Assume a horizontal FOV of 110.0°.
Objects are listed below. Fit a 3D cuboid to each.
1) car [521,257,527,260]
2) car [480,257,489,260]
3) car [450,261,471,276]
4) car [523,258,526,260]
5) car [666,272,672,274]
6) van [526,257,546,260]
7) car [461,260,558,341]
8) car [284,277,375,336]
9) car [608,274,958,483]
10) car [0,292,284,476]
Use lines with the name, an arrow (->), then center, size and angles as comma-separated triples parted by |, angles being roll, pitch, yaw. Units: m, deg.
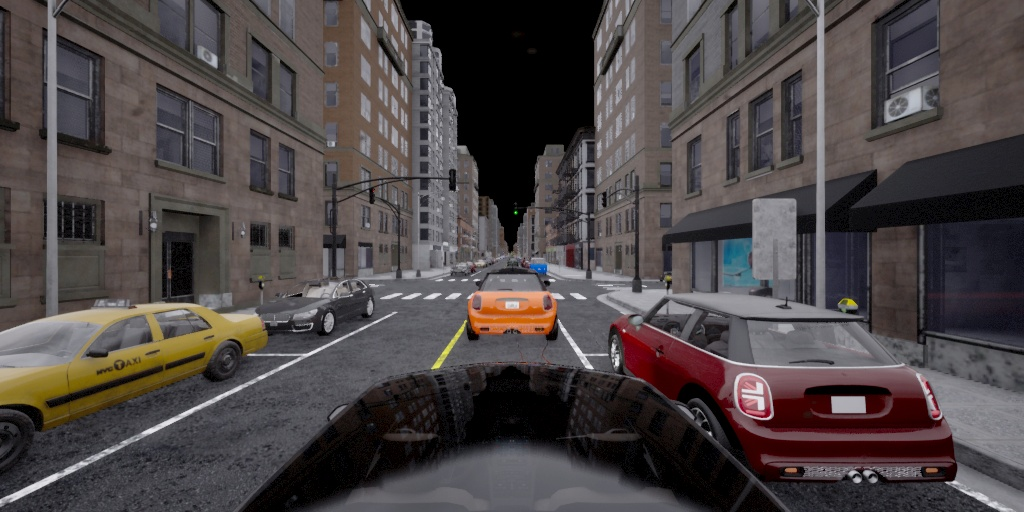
car -> 2.739, 1.322, 60.078 | 1.802, 1.307, 4.207 | 0, 0, 0
car -> -5.287, 1.266, 59.915 | 1.751, 1.417, 4.829 | 0, 0, 0
car -> -5.326, 1.297, 37.357 | 2.007, 1.370, 4.403 | 0, 0, 0
car -> 2.719, 1.327, 48.714 | 1.802, 1.307, 4.207 | 0, 0, 0
car -> 13.309, 1.385, 25.157 | 5.357, 1.411, 2.033 | 0, 0, -1
van -> 2.699, 1.087, 37.352 | 1.690, 1.789, 3.998 | 0, 0, 0
car -> 0.025, 1.101, 10.023 | 2.097, 1.767, 4.553 | 0, 0, 1
car -> -5.373, 1.300, 10.276 | 2.007, 1.370, 4.403 | 0, 0, 0
car -> 2.643, 1.190, 4.752 | 1.967, 1.591, 4.097 | 0, 0, 0
car -> -5.383, 1.275, 4.587 | 1.751, 1.417, 4.829 | 0, 0, 0
